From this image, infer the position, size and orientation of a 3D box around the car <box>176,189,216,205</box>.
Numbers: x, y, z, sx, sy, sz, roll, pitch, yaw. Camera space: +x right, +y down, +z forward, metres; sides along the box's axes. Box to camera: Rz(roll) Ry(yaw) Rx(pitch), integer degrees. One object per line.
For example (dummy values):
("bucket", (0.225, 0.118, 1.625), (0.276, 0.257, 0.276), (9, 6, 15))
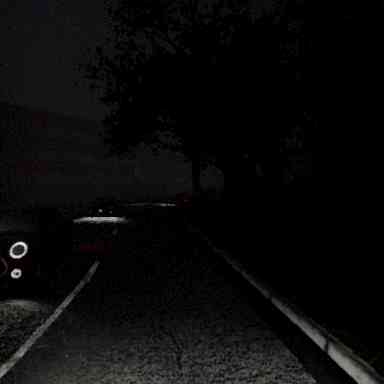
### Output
("car", (0.581, 0.725, 39.310), (1.882, 1.535, 5.008), (1, 1, 30))

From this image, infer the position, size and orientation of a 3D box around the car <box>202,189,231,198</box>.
("car", (4.482, 0.270, 61.568), (5.008, 1.535, 2.097), (1, 1, 30))

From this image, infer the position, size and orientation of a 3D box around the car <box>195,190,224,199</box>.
("car", (3.073, 0.361, 59.118), (4.674, 1.452, 2.002), (1, 1, 30))

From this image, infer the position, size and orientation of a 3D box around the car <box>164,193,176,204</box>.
("car", (-1.719, 0.790, 41.957), (1.994, 1.385, 4.181), (1, 1, 30))

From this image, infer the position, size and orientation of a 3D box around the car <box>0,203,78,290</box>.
("car", (-4.513, 1.152, 8.631), (2.097, 1.767, 4.553), (0, 1, -5))

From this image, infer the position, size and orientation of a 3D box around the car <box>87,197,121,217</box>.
("car", (-6.478, 1.056, 24.900), (1.994, 1.385, 4.181), (0, 1, -5))

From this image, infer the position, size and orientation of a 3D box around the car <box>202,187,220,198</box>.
("car", (1.640, 0.121, 56.678), (5.566, 2.045, 2.435), (1, 1, 30))
